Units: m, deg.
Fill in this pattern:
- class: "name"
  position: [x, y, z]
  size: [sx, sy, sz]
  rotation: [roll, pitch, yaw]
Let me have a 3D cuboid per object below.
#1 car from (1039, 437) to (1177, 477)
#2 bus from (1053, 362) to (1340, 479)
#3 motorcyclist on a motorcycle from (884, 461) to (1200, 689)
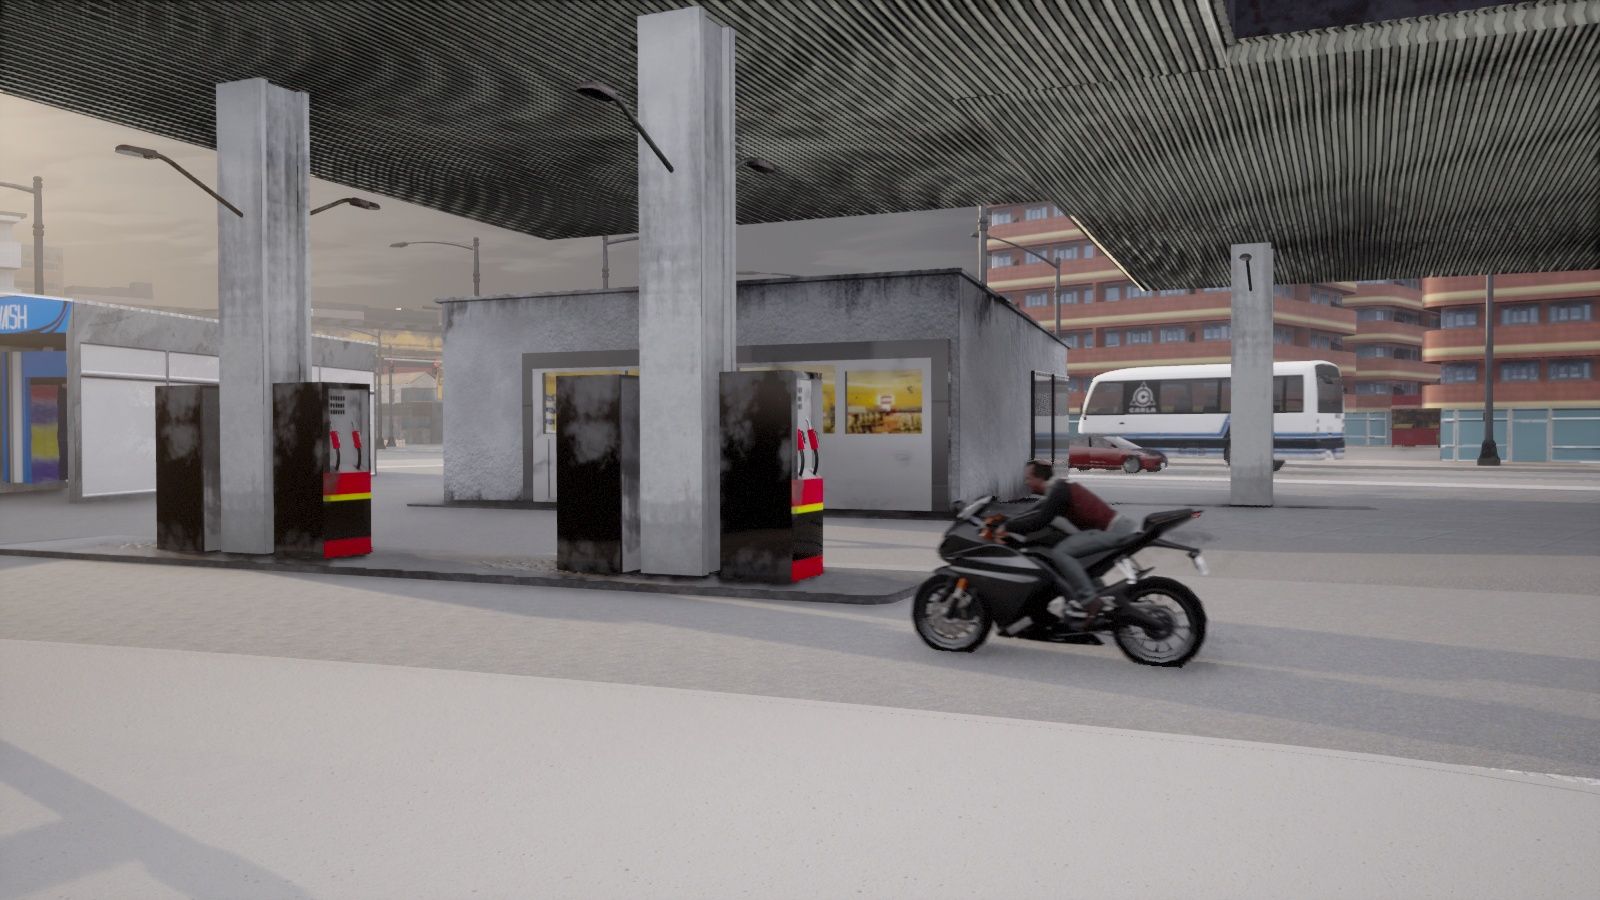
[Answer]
- class: "car"
  position: [12.068, 0.234, 49.341]
  size: [4.792, 1.488, 2.163]
  rotation: [1, 1, 42]
- class: "bus"
  position: [15.781, -1.150, 50.700]
  size: [10.273, 4.253, 3.944]
  rotation: [1, 1, 42]
- class: "motorcyclist on a motorcycle"
  position: [1.820, 0.869, 9.483]
  size: [2.191, 1.530, 0.866]
  rotation: [1, 1, 24]
